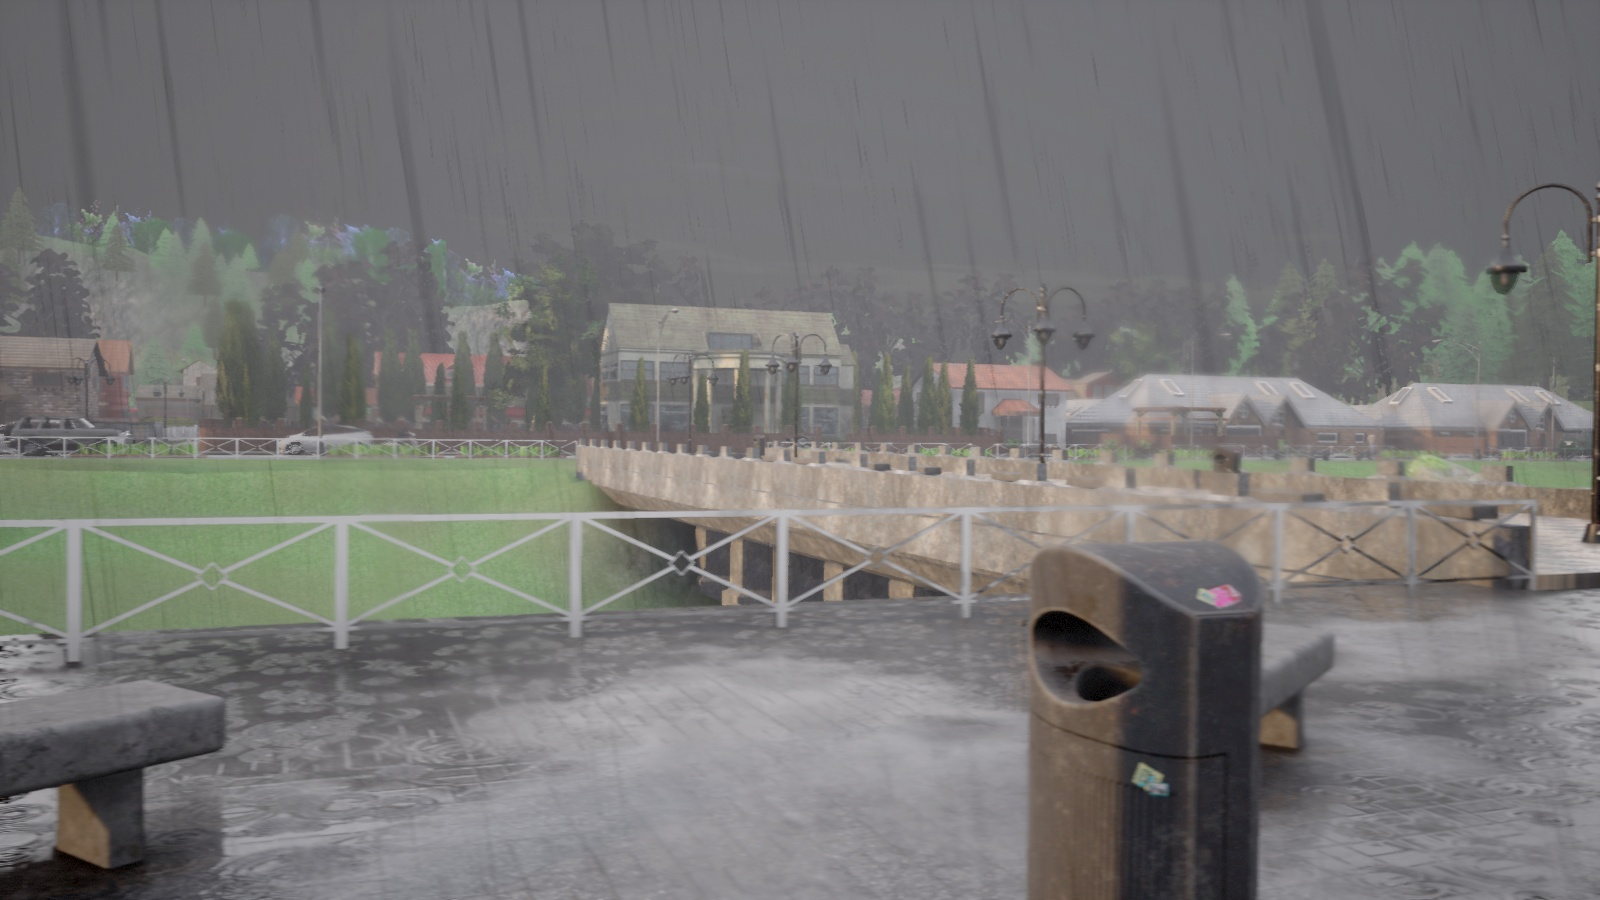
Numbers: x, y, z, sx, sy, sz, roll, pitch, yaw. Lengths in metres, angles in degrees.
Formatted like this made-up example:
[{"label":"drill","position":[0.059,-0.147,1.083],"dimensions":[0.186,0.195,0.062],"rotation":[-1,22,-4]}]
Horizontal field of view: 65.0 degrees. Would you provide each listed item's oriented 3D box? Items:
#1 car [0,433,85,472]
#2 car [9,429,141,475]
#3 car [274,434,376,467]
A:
[{"label":"car","position":[-35.007,0.102,56.463],"dimensions":[4.611,1.667,2.242],"rotation":[-1,1,-21]},{"label":"car","position":[-30.928,0.075,53.732],"dimensions":[4.605,1.855,1.932],"rotation":[-1,1,-21]},{"label":"car","position":[-23.036,0.001,61.007],"dimensions":[4.514,1.525,2.007],"rotation":[-1,1,-21]}]
